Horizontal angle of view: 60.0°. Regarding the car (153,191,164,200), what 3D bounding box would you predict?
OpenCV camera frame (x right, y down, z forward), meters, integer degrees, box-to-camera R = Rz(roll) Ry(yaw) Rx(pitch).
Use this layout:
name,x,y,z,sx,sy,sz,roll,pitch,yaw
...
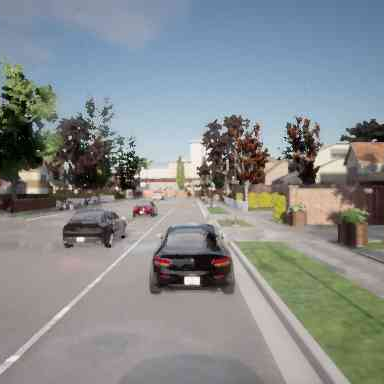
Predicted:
name,x,y,z,sx,sy,sz,roll,pitch,yaw
car,-7.645,0.795,76.017,2.150,2.045,5.566,0,0,0

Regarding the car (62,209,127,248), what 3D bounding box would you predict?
name,x,y,z,sx,sy,sz,roll,pitch,yaw
car,-4.145,1.514,14.790,1.837,1.490,4.892,0,0,0

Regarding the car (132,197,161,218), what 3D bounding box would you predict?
name,x,y,z,sx,sy,sz,roll,pitch,yaw
car,-4.145,1.497,29.787,1.812,1.442,4.674,0,0,0

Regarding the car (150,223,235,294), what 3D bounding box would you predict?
name,x,y,z,sx,sy,sz,roll,pitch,yaw
car,0.003,1.525,8.650,1.812,1.442,4.674,0,0,0
